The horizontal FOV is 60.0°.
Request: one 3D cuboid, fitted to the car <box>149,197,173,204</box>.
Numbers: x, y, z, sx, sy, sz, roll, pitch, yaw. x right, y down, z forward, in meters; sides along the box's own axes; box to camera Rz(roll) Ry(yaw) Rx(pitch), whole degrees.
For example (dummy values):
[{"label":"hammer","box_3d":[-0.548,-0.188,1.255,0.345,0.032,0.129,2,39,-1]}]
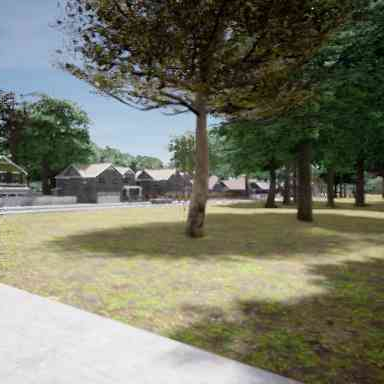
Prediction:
[{"label":"car","box_3d":[-5.654,1.530,60.866,1.895,1.301,4.718,0,0,35]}]
